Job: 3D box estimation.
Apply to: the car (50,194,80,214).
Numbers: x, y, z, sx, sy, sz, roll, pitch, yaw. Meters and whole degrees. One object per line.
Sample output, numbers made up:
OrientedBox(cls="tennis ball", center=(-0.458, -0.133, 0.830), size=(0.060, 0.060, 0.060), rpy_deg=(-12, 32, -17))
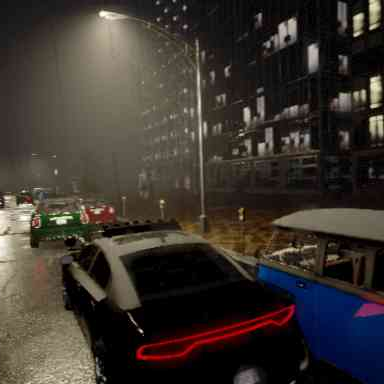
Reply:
OrientedBox(cls="car", center=(-10.556, 0.949, 27.510), size=(1.802, 1.307, 4.206), rpy_deg=(-4, 3, -28))

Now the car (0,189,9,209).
OrientedBox(cls="car", center=(-20.684, 0.728, 34.523), size=(2.150, 2.045, 5.566), rpy_deg=(-3, 2, -27))

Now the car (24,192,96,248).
OrientedBox(cls="car", center=(-5.491, 1.035, 13.657), size=(2.097, 1.767, 4.553), rpy_deg=(-3, 2, -25))

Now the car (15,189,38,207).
OrientedBox(cls="car", center=(-18.871, 0.824, 37.673), size=(1.837, 1.490, 4.892), rpy_deg=(-3, 3, -27))

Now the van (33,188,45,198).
OrientedBox(cls="van", center=(-28.496, 0.161, 61.778), size=(1.690, 1.788, 3.998), rpy_deg=(-4, 3, -28))

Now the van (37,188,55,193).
OrientedBox(cls="van", center=(-18.250, 0.469, 42.190), size=(1.690, 1.788, 3.998), rpy_deg=(-4, 3, -28))

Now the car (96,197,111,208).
OrientedBox(cls="car", center=(-5.439, 0.970, 17.711), size=(1.967, 1.590, 4.097), rpy_deg=(-4, 3, -28))

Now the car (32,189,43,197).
OrientedBox(cls="car", center=(-31.127, 0.267, 66.831), size=(1.752, 1.417, 4.829), rpy_deg=(-4, 3, -28))

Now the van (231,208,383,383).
OrientedBox(cls="van", center=(2.242, 1.120, 3.017), size=(1.690, 1.788, 3.998), rpy_deg=(-4, 3, -28))

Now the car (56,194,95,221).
OrientedBox(cls="car", center=(-8.075, 0.971, 22.762), size=(1.752, 1.417, 4.829), rpy_deg=(-4, 3, -28))

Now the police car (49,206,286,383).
OrientedBox(cls="police car", center=(-0.775, 1.249, 4.950), size=(1.930, 1.638, 5.238), rpy_deg=(-3, 2, -28))
